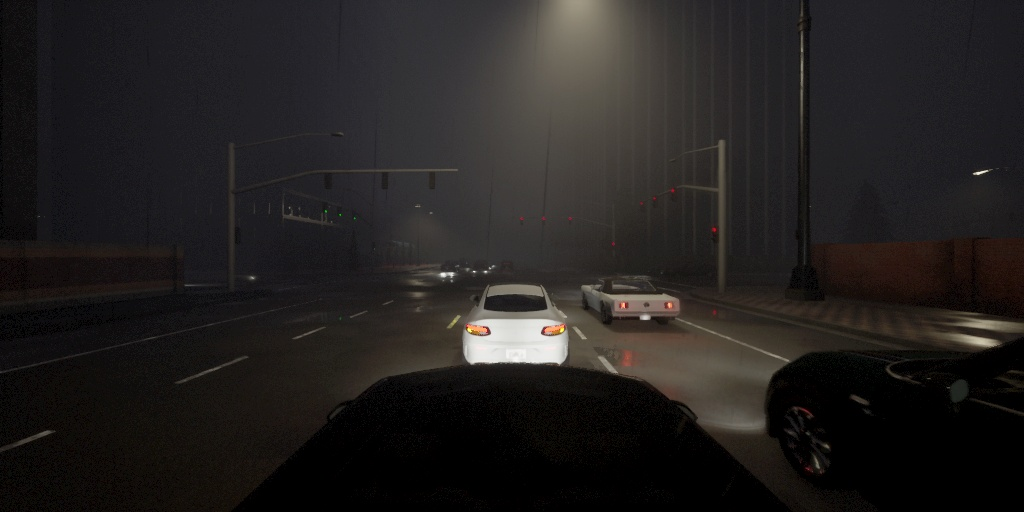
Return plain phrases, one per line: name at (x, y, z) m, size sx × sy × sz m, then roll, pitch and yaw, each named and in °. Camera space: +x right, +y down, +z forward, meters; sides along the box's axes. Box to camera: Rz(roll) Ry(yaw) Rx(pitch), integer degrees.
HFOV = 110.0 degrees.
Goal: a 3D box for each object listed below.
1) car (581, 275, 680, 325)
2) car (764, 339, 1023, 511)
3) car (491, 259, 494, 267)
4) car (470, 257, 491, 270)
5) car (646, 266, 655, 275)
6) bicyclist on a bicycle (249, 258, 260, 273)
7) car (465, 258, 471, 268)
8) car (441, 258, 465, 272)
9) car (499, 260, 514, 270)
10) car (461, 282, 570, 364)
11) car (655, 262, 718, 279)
car at (3.565, 1.351, 11.800) m, size 1.895 × 1.301 × 4.718 m, roll 0°, pitch 0°, yaw 0°
car at (3.600, 1.102, 1.739) m, size 2.097 × 1.767 × 4.553 m, roll 0°, pitch 0°, yaw 0°
car at (-4.586, 1.275, 63.839) m, size 1.812 × 1.442 × 4.674 m, roll 0°, pitch 0°, yaw 0°
car at (-4.405, 1.227, 51.249) m, size 1.882 × 1.535 × 5.008 m, roll 0°, pitch 0°, yaw -1°
car at (15.392, 1.314, 35.152) m, size 4.181 × 1.385 × 1.994 m, roll 0°, pitch 0°, yaw -1°
bicyclist on a bicycle at (-28.401, 1.051, 39.525) m, size 0.582 × 1.620 × 1.656 m, roll 0°, pitch 0°, yaw -1°
car at (-8.038, 1.104, 59.757) m, size 2.097 × 1.767 × 4.553 m, roll 0°, pitch 0°, yaw -1°
car at (-7.883, 1.239, 46.223) m, size 2.128 × 1.511 × 4.902 m, roll 0°, pitch 0°, yaw 1°
car at (-0.736, 1.255, 52.172) m, size 1.837 × 1.490 × 4.892 m, roll 0°, pitch 0°, yaw -1°
car at (0.060, 1.276, 7.583) m, size 1.812 × 1.442 × 4.674 m, roll 0°, pitch 0°, yaw 0°
car at (15.685, 1.242, 31.654) m, size 4.902 × 1.511 × 2.128 m, roll 0°, pitch 0°, yaw -1°
